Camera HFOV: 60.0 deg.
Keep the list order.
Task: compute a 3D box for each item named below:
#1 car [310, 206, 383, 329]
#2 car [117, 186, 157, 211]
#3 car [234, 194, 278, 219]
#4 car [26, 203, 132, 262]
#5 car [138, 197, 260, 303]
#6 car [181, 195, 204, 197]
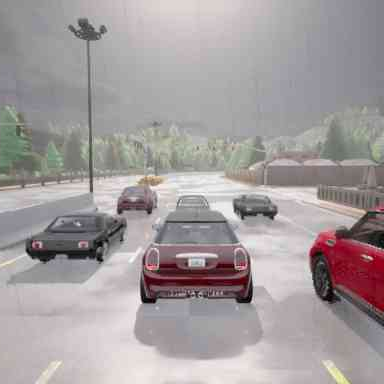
[{"bbox_3d":[3.589,1.161,4.754,2.150,2.045,5.566,0,2,0],"label":"car"},{"bbox_3d":[-3.486,0.350,21.853,2.097,1.767,4.553,0,4,0],"label":"car"},{"bbox_3d":[3.526,0.766,19.512,1.895,1.301,4.718,0,4,0],"label":"car"},{"bbox_3d":[-3.435,1.315,10.944,1.895,1.301,4.718,0,3,0],"label":"car"},{"bbox_3d":[0.078,1.191,8.013,2.097,1.767,4.553,0,2,0],"label":"car"},{"bbox_3d":[0.036,0.857,17.395,2.033,1.411,5.357,0,4,0],"label":"car"}]
